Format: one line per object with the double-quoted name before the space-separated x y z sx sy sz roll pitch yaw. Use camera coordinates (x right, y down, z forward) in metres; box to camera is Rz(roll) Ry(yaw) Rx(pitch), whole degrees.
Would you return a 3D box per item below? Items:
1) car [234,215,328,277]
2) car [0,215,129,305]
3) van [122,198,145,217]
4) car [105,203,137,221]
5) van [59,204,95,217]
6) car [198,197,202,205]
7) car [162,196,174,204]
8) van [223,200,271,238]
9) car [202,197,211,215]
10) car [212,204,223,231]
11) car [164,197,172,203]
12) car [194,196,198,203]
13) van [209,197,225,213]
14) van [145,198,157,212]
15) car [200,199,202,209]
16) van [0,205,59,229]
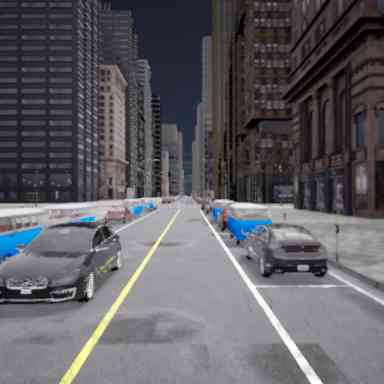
"car" 2.696 1.627 10.296 2.008 1.369 4.403 0 0 0
"car" -3.051 1.579 8.507 1.837 1.490 4.892 0 0 0
"van" -5.998 1.619 32.934 1.690 1.788 3.998 0 0 0
"car" -5.955 1.814 27.254 1.802 1.307 4.206 0 0 0
"van" -5.872 1.481 15.902 1.690 1.788 3.998 0 0 0
"car" 2.400 1.715 50.038 2.192 1.841 5.009 0 0 0
"car" -6.367 2.008 82.578 2.192 1.841 5.009 0 0 0
"van" 2.653 1.462 15.975 1.690 1.788 3.998 0 0 0
"car" 2.485 1.746 38.683 1.967 1.590 4.097 0 0 0
"car" 2.611 1.712 21.651 1.887 1.381 4.507 0 0 0
"car" -6.408 2.182 88.218 1.967 1.590 4.097 0 0 0
"car" 2.201 2.177 77.008 2.008 1.369 4.403 0 0 0
"van" 2.569 1.554 27.329 1.690 1.788 3.998 0 0 0
"van" -6.082 1.713 44.288 1.690 1.788 3.998 0 0 0
"car" 2.443 1.935 44.359 1.802 1.307 4.206 0 0 0
"van" -5.830 1.436 10.225 1.690 1.788 3.998 0 0 0
